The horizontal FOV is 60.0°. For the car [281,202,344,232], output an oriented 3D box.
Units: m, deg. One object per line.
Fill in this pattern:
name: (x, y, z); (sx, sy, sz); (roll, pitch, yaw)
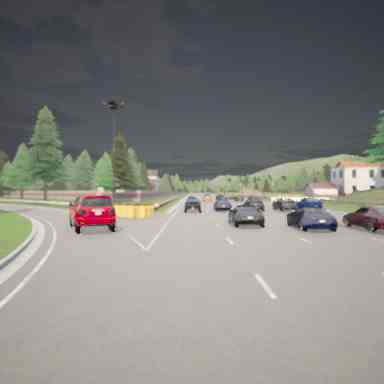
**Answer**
car: (7.097, 1.549, 20.113); (1.994, 1.385, 4.181); (0, 0, 0)

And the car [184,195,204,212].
car: (0.093, 1.477, 38.479); (1.837, 1.490, 4.892); (0, 0, 0)

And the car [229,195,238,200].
car: (10.481, 1.367, 84.129); (1.895, 1.301, 4.718); (0, 0, 0)

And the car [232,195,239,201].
car: (10.484, 1.478, 73.679); (2.033, 1.411, 5.357); (0, 0, 0)

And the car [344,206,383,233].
car: (10.581, 1.511, 19.333); (1.812, 1.442, 4.674); (0, 0, 0)

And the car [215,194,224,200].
car: (6.981, 1.272, 84.099); (1.837, 1.490, 4.892); (0, 0, 0)

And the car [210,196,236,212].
car: (3.591, 1.536, 39.187); (1.994, 1.385, 4.181); (0, 0, 0)

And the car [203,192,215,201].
car: (3.483, 1.295, 74.481); (2.097, 1.767, 4.553); (0, 0, 0)

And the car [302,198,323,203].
car: (14.091, 1.448, 40.024); (1.882, 1.535, 5.008); (0, 0, 0)

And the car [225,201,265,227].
car: (3.595, 1.548, 22.487); (1.994, 1.385, 4.181); (0, 0, 0)

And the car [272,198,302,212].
car: (10.592, 1.463, 38.405); (2.128, 1.511, 4.902); (0, 0, 0)

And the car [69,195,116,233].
car: (-6.010, 1.208, 19.859); (2.150, 2.045, 5.566); (0, 0, -24)

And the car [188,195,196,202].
car: (-0.016, 1.417, 73.677); (1.882, 1.535, 5.008); (0, 0, 0)

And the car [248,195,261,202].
car: (13.983, 1.480, 74.930); (2.033, 1.411, 5.357); (0, 0, 0)

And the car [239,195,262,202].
car: (7.091, 1.464, 38.403); (2.128, 1.511, 4.902); (0, 0, 0)

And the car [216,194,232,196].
car: (6.984, 1.464, 73.679); (2.128, 1.511, 4.902); (0, 0, 0)
